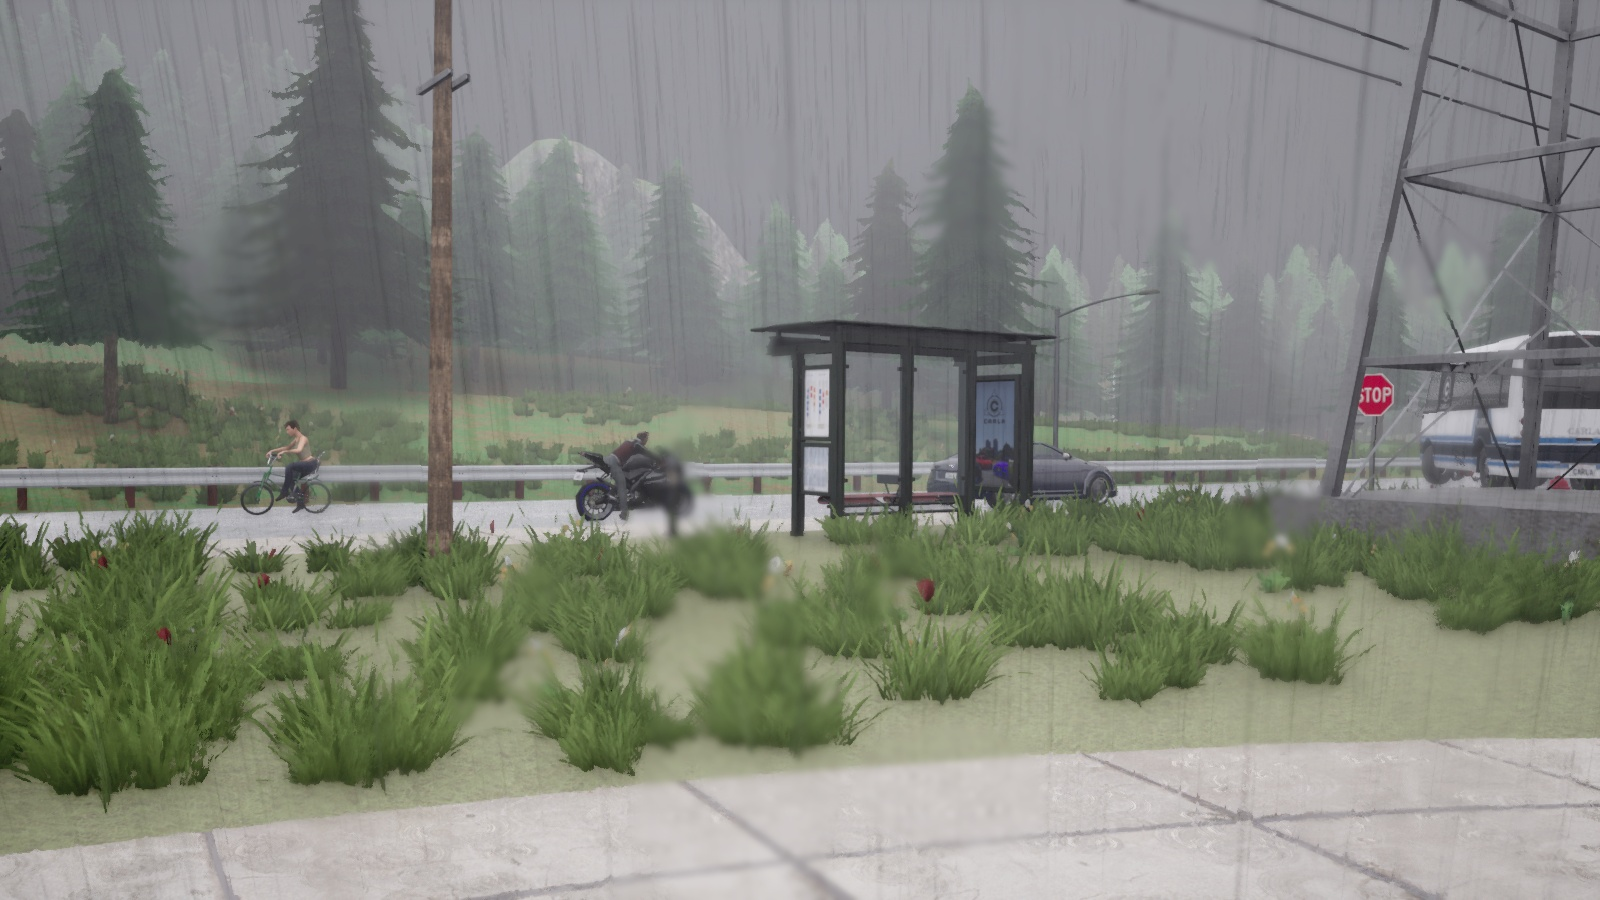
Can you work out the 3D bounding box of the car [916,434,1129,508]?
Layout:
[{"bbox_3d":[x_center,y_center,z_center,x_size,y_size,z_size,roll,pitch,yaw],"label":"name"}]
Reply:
[{"bbox_3d":[4.695,0.383,26.325,4.181,1.385,1.994,-1,1,-34],"label":"car"}]

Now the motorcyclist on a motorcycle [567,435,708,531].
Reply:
[{"bbox_3d":[-2.729,0.518,21.208,2.191,1.530,0.866,-1,1,-35],"label":"motorcyclist on a motorcycle"}]

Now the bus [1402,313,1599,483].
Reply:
[{"bbox_3d":[20.869,-1.400,36.621,3.944,4.253,10.273,0,1,14],"label":"bus"}]

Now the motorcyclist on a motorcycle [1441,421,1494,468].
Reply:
[{"bbox_3d":[22.955,-0.199,43.160,1.817,1.590,0.866,-1,1,-35],"label":"motorcyclist on a motorcycle"}]

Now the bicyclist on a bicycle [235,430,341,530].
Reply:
[{"bbox_3d":[-8.697,0.481,21.338,1.509,1.612,0.866,-1,1,-34],"label":"bicyclist on a bicycle"}]
